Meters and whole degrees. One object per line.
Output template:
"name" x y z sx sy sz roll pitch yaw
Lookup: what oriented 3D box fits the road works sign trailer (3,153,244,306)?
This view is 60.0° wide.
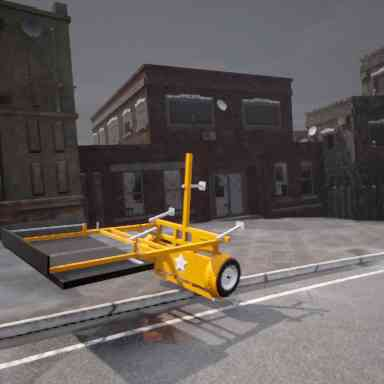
"road works sign trailer" -1.062 0.692 5.835 3.560 2.880 2.380 -2 7 -44
